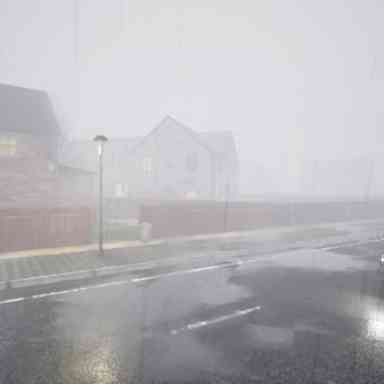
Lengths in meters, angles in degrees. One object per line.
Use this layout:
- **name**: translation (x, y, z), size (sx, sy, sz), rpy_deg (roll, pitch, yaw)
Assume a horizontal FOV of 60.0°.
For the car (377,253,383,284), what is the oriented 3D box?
- **car**: translation (6.508, 1.556, 8.328), size (4.674, 1.442, 1.812), rpy_deg (0, 0, -36)
